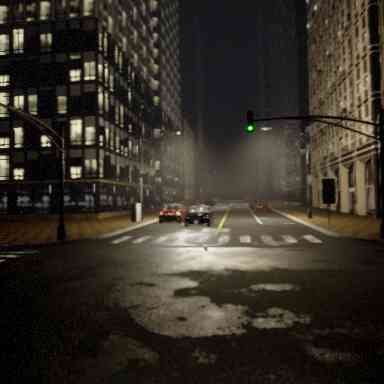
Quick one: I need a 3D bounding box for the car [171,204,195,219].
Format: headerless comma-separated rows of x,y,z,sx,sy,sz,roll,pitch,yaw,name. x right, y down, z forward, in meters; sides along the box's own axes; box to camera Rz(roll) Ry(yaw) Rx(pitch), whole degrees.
-0.840,1.951,34.093,1.802,1.307,4.206,0,0,8,car

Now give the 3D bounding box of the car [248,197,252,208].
9.719,1.825,49.792,1.752,1.417,4.829,0,0,8,car

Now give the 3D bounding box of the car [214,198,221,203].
7.314,2.362,94.873,1.887,1.381,4.507,0,0,8,car

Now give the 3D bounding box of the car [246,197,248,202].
10.438,1.905,55.151,1.947,1.339,4.313,0,0,8,car

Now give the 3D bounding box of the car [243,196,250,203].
14.888,2.128,88.316,1.887,1.381,4.507,0,0,8,car

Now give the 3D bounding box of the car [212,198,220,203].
6.573,2.342,89.348,1.947,1.339,4.313,0,0,8,car

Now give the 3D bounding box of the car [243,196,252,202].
15.629,1.939,93.846,2.192,1.841,5.009,0,0,8,car

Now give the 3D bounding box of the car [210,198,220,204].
5.832,2.286,83.822,2.008,1.369,4.403,0,0,8,car

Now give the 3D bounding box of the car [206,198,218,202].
3.608,2.157,67.246,1.887,1.381,4.507,0,0,8,car

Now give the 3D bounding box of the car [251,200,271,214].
8.213,1.799,38.567,1.802,1.307,4.206,0,0,8,car

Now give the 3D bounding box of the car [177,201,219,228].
0.585,1.736,24.611,2.128,1.511,4.902,-1,0,8,car

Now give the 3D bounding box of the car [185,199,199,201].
-0.099,1.725,39.620,2.192,1.841,5.009,0,0,8,car

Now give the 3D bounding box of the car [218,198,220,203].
4.349,2.204,72.771,2.008,1.369,4.403,0,0,8,car

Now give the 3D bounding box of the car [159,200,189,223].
-1.582,1.769,28.568,1.967,1.590,4.097,0,0,8,car
